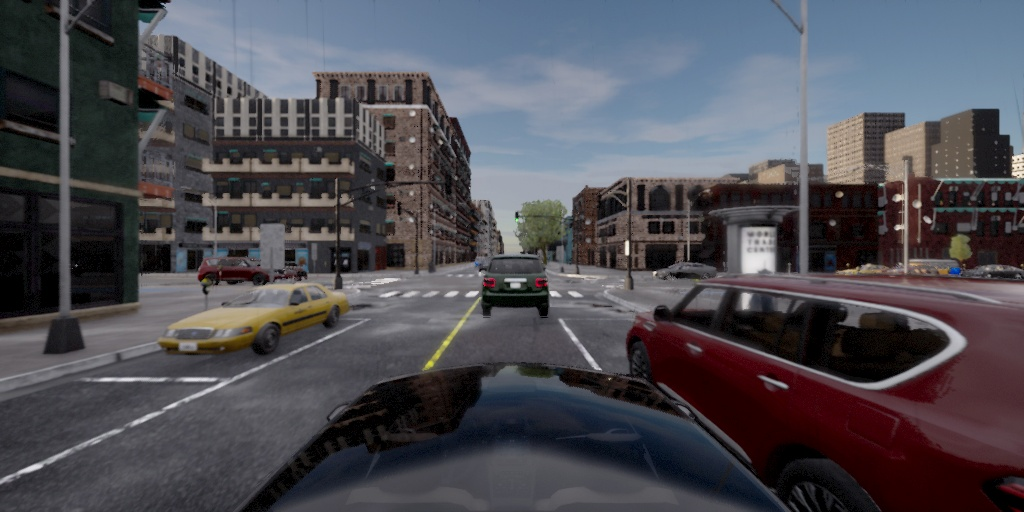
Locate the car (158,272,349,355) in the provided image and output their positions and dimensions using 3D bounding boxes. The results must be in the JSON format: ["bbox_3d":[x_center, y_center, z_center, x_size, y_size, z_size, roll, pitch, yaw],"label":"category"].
[{"bbox_3d":[-5.691,1.269,8.708,1.751,1.417,4.829,0,0,0],"label":"car"}]

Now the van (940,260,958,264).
[{"bbox_3d":[37.138,1.240,31.874,3.998,1.789,1.690,0,0,0],"label":"van"}]

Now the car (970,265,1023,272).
[{"bbox_3d":[42.664,1.478,31.913,4.403,1.370,2.007,0,0,0],"label":"car"}]

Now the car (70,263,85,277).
[{"bbox_3d":[-39.993,1.189,31.329,4.207,1.307,1.802,0,0,0],"label":"car"}]

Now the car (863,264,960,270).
[{"bbox_3d":[26.148,1.400,23.363,4.507,1.381,1.888,0,0,0],"label":"car"}]

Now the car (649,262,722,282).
[{"bbox_3d":[13.979,1.285,29.120,4.902,1.511,2.128,0,0,0],"label":"car"}]

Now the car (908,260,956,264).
[{"bbox_3d":[32.374,1.356,29.242,5.008,1.535,1.882,0,0,0],"label":"car"}]

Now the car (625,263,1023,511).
[{"bbox_3d":[2.691,1.063,3.338,2.192,1.841,5.009,0,0,0],"label":"car"}]

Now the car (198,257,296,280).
[{"bbox_3d":[-17.275,0.994,23.109,5.009,1.841,2.192,0,0,0],"label":"car"}]

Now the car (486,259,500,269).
[{"bbox_3d":[-3.045,1.295,59.144,2.033,1.411,5.357,0,0,1],"label":"car"}]

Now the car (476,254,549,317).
[{"bbox_3d":[0.103,0.960,13.252,2.150,2.045,5.566,0,0,0],"label":"car"}]

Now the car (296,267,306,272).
[{"bbox_3d":[-17.242,1.030,25.697,4.553,1.767,2.097,0,0,0],"label":"car"}]
